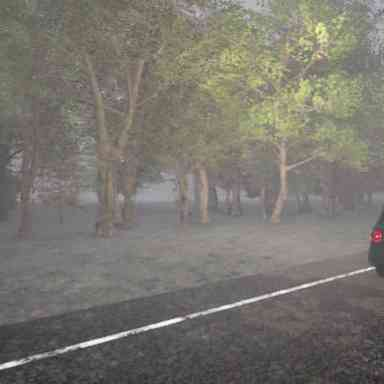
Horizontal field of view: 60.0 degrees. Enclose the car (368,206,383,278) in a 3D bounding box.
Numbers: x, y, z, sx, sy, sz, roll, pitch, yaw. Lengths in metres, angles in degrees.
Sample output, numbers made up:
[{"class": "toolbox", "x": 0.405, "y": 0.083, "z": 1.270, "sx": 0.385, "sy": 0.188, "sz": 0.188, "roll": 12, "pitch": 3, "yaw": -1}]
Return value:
[{"class": "car", "x": 6.871, "y": 1.220, "z": 8.766, "sx": 5.566, "sy": 2.045, "sz": 2.150, "roll": 0, "pitch": 0, "yaw": -36}]
